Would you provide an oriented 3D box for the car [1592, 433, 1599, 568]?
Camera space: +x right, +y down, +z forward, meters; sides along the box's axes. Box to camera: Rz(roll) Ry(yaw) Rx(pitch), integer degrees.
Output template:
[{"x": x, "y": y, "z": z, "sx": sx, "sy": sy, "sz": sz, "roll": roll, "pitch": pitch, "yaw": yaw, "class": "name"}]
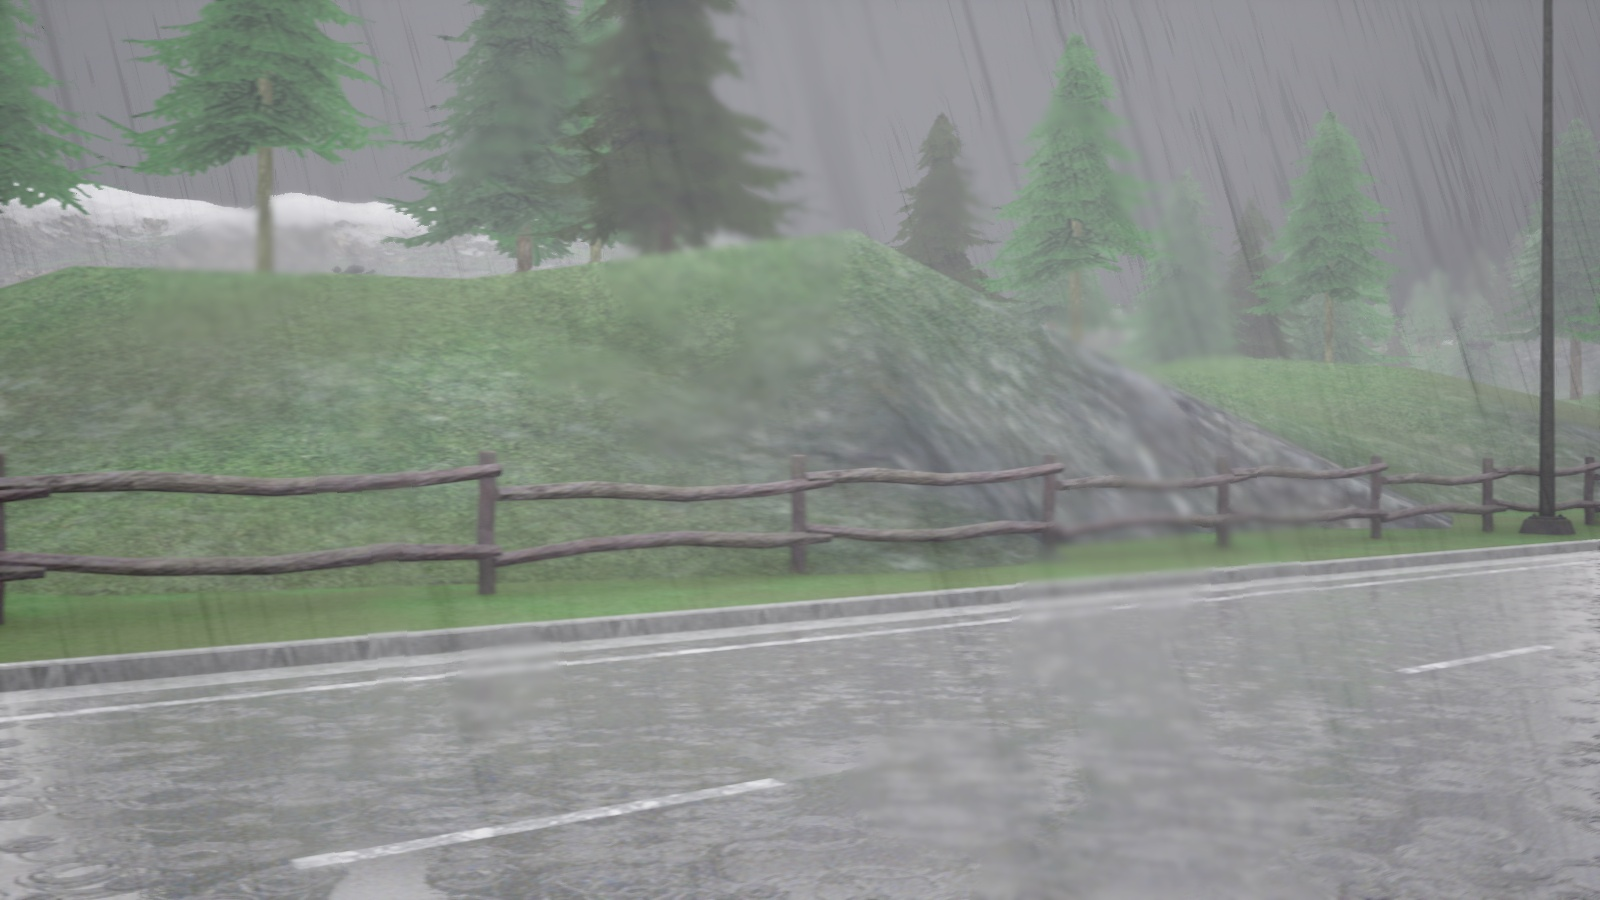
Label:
[{"x": 12.825, "y": 0.658, "z": 16.849, "sx": 4.553, "sy": 1.767, "sz": 2.097, "roll": 0, "pitch": 0, "yaw": -35, "class": "car"}]
